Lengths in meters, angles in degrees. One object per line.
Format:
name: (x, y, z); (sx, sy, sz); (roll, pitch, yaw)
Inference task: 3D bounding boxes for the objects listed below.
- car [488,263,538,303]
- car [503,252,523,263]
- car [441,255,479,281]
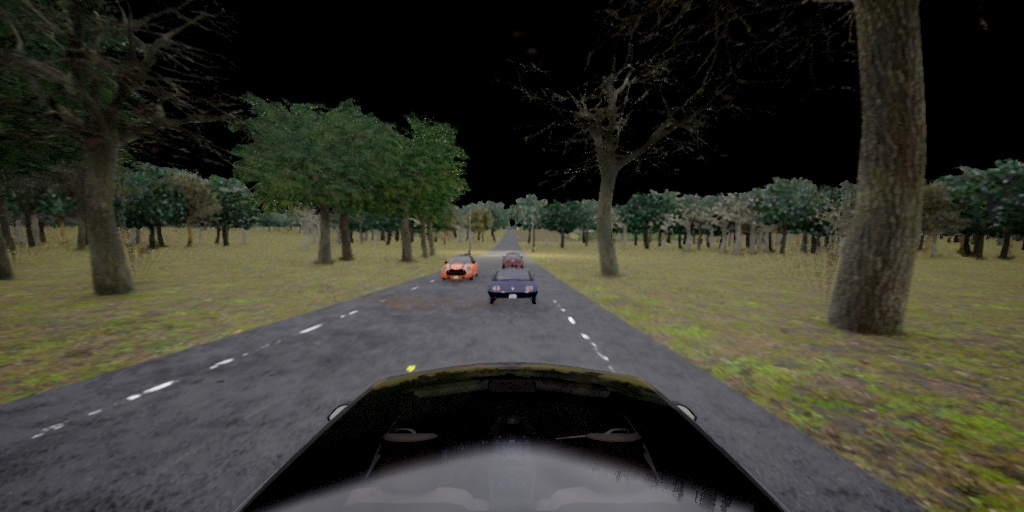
car: (0.049, 1.165, 15.325); (1.895, 1.301, 4.718); (0, 1, 0)
car: (0.096, 0.404, 37.403); (2.097, 1.767, 4.553); (0, 2, 0)
car: (-3.533, 0.724, 24.956); (2.097, 1.767, 4.553); (0, 1, 1)
